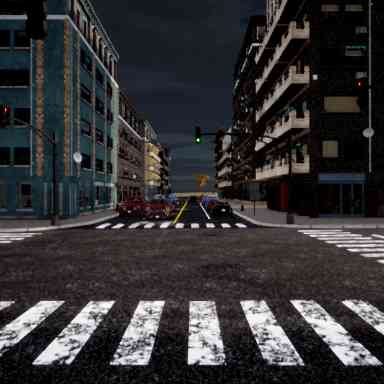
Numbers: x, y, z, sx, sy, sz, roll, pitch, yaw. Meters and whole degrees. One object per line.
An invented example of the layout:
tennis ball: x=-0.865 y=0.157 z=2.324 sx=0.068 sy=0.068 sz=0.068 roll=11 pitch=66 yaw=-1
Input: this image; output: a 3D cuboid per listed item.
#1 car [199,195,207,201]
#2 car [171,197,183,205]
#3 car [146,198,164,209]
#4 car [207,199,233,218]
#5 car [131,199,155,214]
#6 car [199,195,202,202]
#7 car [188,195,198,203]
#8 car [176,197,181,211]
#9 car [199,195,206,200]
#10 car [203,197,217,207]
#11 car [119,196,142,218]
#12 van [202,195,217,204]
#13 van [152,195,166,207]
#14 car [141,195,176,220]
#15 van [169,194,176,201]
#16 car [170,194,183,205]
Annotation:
car: x=2.858 y=1.521 z=85.689 sx=1.887 sy=1.381 sz=4.507 roll=0 pitch=0 yaw=0
car: x=-2.613 y=1.593 z=58.053 sx=1.895 sy=1.301 sz=4.718 roll=0 pitch=0 yaw=1
car: x=-5.154 y=1.542 z=46.852 sx=1.887 sy=1.381 sz=4.507 roll=0 pitch=0 yaw=0
car: x=2.669 y=1.568 z=30.169 sx=1.947 sy=1.339 sz=4.313 roll=0 pitch=0 yaw=0
car: x=-5.193 y=1.545 z=35.747 sx=1.887 sy=1.381 sz=4.507 roll=0 pitch=0 yaw=0
car: x=2.764 y=1.433 z=57.929 sx=1.967 sy=1.590 sz=4.097 roll=0 pitch=0 yaw=0
car: x=0.295 y=1.490 z=70.341 sx=1.837 sy=1.490 sz=4.892 roll=0 pitch=0 yaw=0
car: x=-2.720 y=1.491 z=38.011 sx=2.128 sy=1.511 sz=4.902 roll=0 pitch=0 yaw=0
car: x=2.877 y=1.516 z=91.241 sx=1.887 sy=1.381 sz=4.507 roll=0 pitch=0 yaw=0
car: x=2.707 y=1.581 z=41.273 sx=1.802 sy=1.307 sz=4.206 roll=0 pitch=0 yaw=0
car: x=-5.211 y=1.317 z=30.195 sx=2.192 sy=1.841 sz=5.009 roll=0 pitch=0 yaw=0
van: x=2.726 y=1.338 z=46.825 sx=1.690 sy=1.788 sz=3.998 roll=0 pitch=0 yaw=0
van: x=-5.135 y=1.336 z=52.403 sx=1.690 sy=1.788 sz=3.998 roll=0 pitch=0 yaw=0
car: x=-2.722 y=1.354 z=28.171 sx=2.097 sy=1.767 sz=4.553 roll=0 pitch=0 yaw=0
van: x=-5.021 y=1.317 z=85.715 sx=1.690 sy=1.788 sz=3.998 roll=0 pitch=0 yaw=0
car: x=-2.681 y=1.488 z=48.019 sx=2.128 sy=1.511 sz=4.902 roll=0 pitch=0 yaw=0
